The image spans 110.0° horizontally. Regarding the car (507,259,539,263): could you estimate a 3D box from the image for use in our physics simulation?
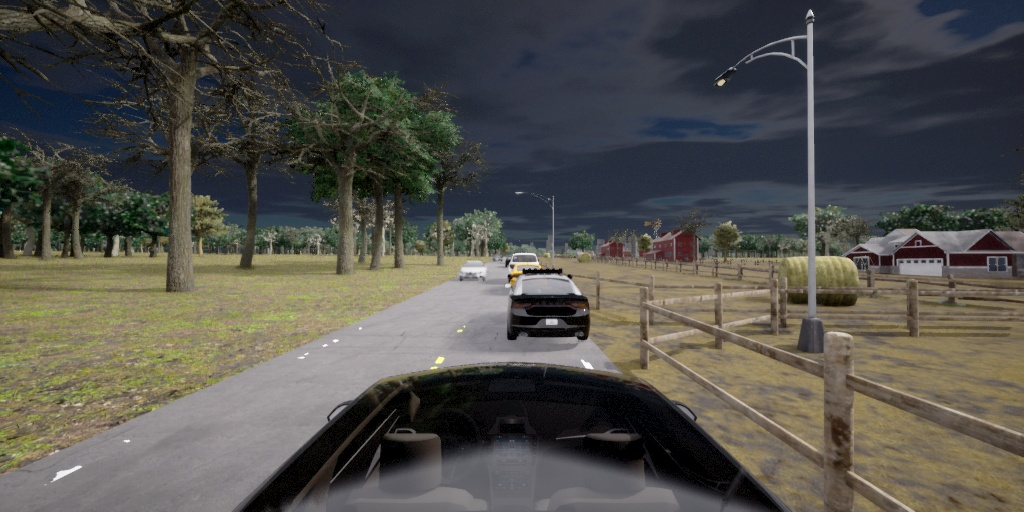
[{"bbox_3d":[0.828,1.134,19.921,1.882,1.535,5.008,0,1,0],"label":"car"}]

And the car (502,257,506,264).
[{"bbox_3d":[0.049,0.746,49.291,1.882,1.535,5.008,0,1,1],"label":"car"}]

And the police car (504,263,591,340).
[{"bbox_3d":[0.826,1.156,10.030,1.930,1.638,5.238,0,0,0],"label":"police car"}]

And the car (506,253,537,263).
[{"bbox_3d":[0.829,0.810,25.952,2.150,2.045,5.566,0,1,0],"label":"car"}]

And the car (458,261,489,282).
[{"bbox_3d":[-2.845,1.096,27.071,1.812,1.442,4.674,0,1,0],"label":"car"}]
